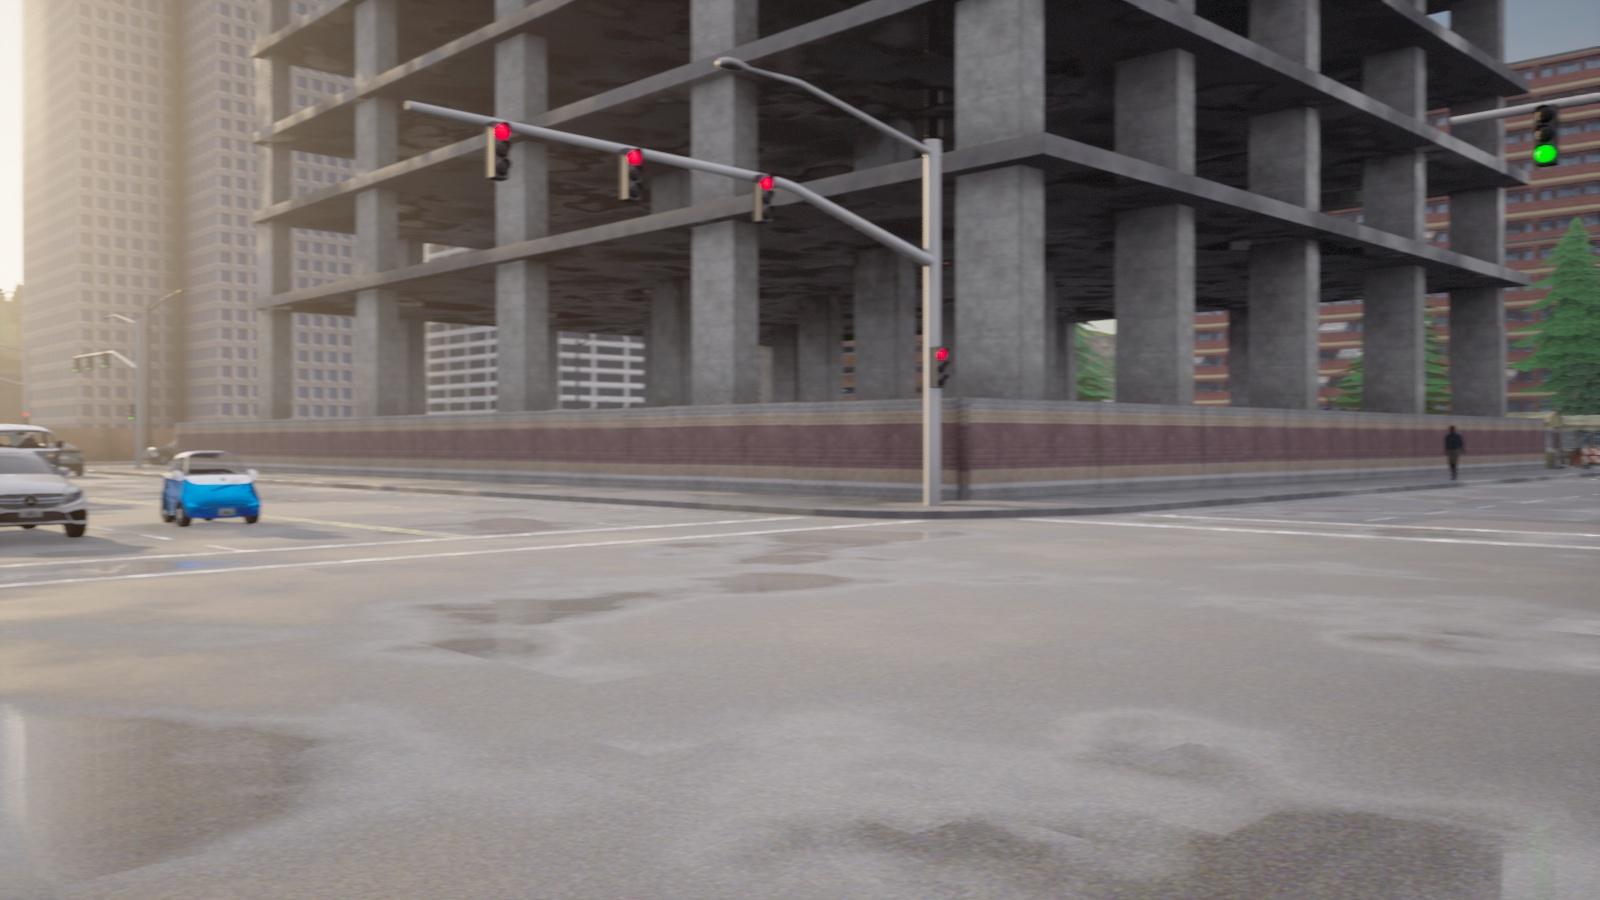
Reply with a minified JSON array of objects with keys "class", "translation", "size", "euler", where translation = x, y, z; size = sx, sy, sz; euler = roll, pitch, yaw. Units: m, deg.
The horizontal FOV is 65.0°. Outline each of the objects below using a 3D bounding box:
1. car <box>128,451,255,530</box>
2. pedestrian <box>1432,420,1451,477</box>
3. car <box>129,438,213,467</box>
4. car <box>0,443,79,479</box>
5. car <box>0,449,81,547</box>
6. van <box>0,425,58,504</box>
[{"class":"car","translation":[-11.354,0.716,23.412],"size":[1.481,1.376,2.207],"euler":[-1,1,-45]},{"class":"pedestrian","translation":[21.060,-0.053,41.233],"size":[0.370,1.835,0.726],"euler":[0,1,44]},{"class":"car","translation":[-41.682,0.171,83.241],"size":[4.605,1.855,1.932],"euler":[-1,1,-44]},{"class":"car","translation":[-34.188,0.471,56.394],"size":[2.007,1.525,4.514],"euler":[-1,1,-45]},{"class":"car","translation":[-13.514,0.719,20.620],"size":[1.812,1.442,4.674],"euler":[-1,1,-45]},{"class":"van","translation":[-21.987,0.357,34.137],"size":[2.069,2.038,4.480],"euler":[-1,1,-45]}]
